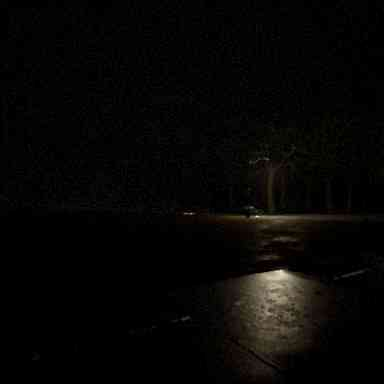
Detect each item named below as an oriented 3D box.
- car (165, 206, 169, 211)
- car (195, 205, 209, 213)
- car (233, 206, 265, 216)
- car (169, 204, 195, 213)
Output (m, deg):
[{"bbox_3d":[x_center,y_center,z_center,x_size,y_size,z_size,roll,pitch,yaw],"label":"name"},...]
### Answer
[{"bbox_3d":[-4.282,3.452,74.849,1.882,1.535,5.008,1,-2,-33],"label":"car"},{"bbox_3d":[1.428,3.331,66.125,2.128,1.511,4.902,1,-2,-33],"label":"car"},{"bbox_3d":[8.266,2.780,49.130,2.033,1.411,5.357,1,-2,-33],"label":"car"},{"bbox_3d":[-1.927,3.332,64.853,1.837,1.490,4.892,1,-1,-33],"label":"car"}]
